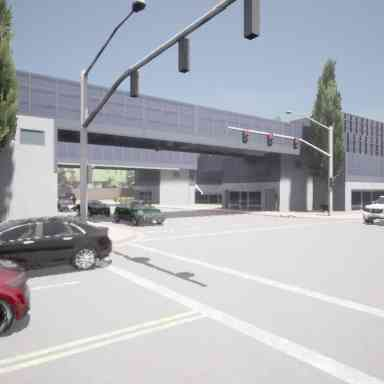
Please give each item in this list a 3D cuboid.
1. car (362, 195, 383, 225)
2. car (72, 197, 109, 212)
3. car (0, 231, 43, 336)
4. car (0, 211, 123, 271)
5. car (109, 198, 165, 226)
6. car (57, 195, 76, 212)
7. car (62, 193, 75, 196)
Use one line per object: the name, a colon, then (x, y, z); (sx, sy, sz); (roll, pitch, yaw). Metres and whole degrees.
car: (14.187, 1.222, 23.284); (5.566, 2.045, 2.150); (0, 0, -37)
car: (-9.245, 1.478, 31.020); (1.882, 1.535, 5.008); (0, 0, -36)
car: (-4.724, 1.564, 4.957); (4.181, 1.385, 1.994); (0, 0, -36)
car: (-4.675, 1.505, 9.304); (4.892, 1.490, 1.837); (0, 0, -36)
car: (-3.795, 1.352, 23.535); (2.097, 1.767, 4.553); (0, 0, -36)
car: (-14.826, 1.492, 38.692); (2.128, 1.511, 4.902); (0, 0, -36)
car: (-23.692, 1.221, 63.071); (2.150, 2.045, 5.566); (0, 0, -36)
